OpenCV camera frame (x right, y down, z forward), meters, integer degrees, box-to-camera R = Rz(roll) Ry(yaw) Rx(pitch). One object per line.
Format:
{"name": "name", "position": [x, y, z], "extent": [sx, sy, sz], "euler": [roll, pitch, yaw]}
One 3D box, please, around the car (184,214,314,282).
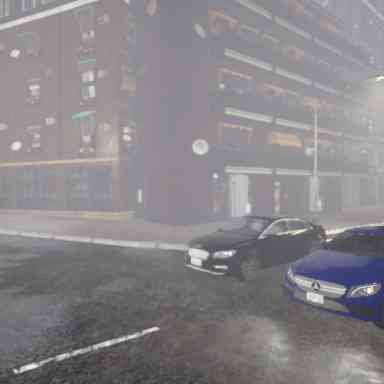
{"name": "car", "position": [2.020, 1.427, 9.647], "extent": [4.902, 1.511, 2.128], "euler": [0, 1, -38]}

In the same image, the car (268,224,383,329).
{"name": "car", "position": [3.856, 1.480, 6.954], "extent": [4.674, 1.442, 1.812], "euler": [0, 0, -38]}
